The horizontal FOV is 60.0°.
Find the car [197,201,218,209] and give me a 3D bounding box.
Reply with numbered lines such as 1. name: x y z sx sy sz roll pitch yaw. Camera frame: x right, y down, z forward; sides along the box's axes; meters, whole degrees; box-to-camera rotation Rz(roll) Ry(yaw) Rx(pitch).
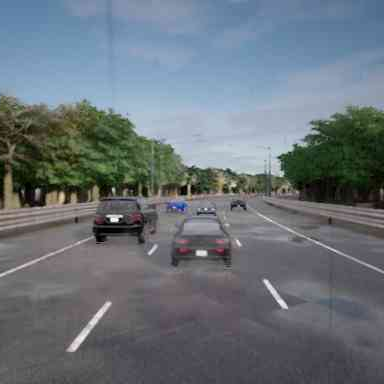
1. car: 1.398 1.540 31.084 2.033 1.411 5.357 0 0 5

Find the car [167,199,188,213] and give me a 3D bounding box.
1. car: -1.594 1.464 36.919 1.882 1.535 5.008 0 0 5

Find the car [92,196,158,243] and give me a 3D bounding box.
1. car: -3.017 1.215 16.076 2.150 2.045 5.566 0 0 2

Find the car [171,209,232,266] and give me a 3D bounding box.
1. car: 0.340 1.524 11.478 1.812 1.442 4.674 0 0 2

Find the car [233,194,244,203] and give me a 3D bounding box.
1. car: 10.037 1.306 71.030 2.097 1.767 4.553 0 0 11

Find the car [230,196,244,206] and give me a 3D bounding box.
1. car: 7.392 1.412 54.851 2.128 1.511 4.902 0 0 7

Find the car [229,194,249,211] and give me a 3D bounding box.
1. car: 5.712 1.395 41.262 1.837 1.490 4.892 0 0 5
